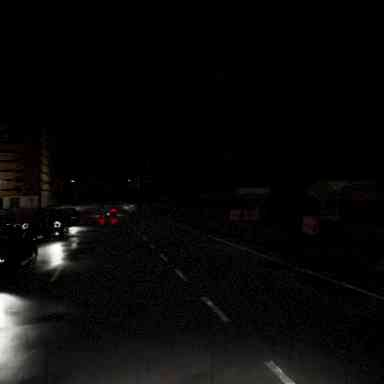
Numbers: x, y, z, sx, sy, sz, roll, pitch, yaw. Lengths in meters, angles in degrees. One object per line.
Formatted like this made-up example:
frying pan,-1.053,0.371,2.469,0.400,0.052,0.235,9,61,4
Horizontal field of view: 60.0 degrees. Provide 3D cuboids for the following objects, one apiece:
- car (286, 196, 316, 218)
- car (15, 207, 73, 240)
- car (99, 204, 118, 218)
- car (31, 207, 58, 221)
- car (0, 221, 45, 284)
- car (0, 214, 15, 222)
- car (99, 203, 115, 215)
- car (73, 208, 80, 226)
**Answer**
car,9.838,1.276,29.148,1.905,1.878,3.866,-1,-1,-14
car,-8.495,1.815,19.534,2.097,1.767,4.553,-1,-1,-15
car,-9.986,2.297,39.628,1.812,1.442,4.674,-1,-1,-14
car,-17.067,2.494,38.721,2.033,1.411,5.357,-1,-1,-14
car,-6.006,1.834,10.046,1.994,1.385,4.181,-1,-1,-15
car,-13.147,2.240,23.511,1.895,1.301,4.718,-1,-1,-15
car,-12.640,2.466,49.555,2.128,1.511,4.902,-1,-1,-15
car,-11.119,2.144,29.609,1.882,1.535,5.008,-1,-1,-15
